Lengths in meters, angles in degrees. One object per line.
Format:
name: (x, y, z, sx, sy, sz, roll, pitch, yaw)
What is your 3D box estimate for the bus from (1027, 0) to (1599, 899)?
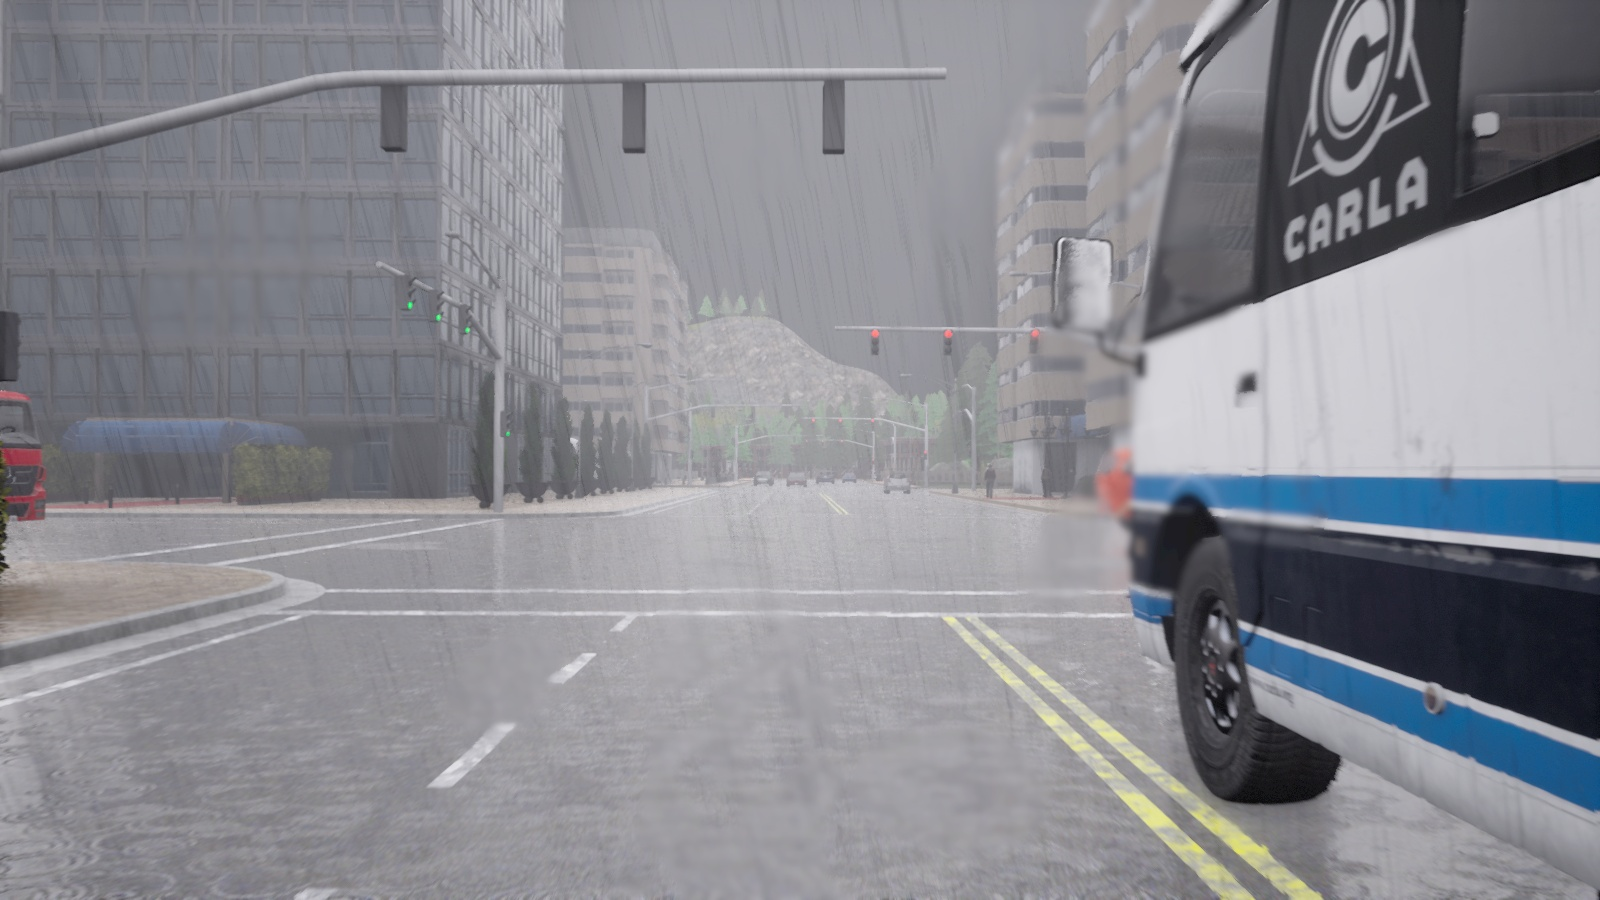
bus: (3.487, -0.524, 3.091, 3.944, 4.253, 10.273, 0, -1, 0)

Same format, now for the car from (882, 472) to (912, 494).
car: (6.787, 2.275, 88.052, 1.845, 1.501, 3.633, 0, -1, 0)

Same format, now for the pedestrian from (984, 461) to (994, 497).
pedestrian: (9.824, 1.495, 65.208, 0.376, 1.854, 0.720, 0, -1, 0)

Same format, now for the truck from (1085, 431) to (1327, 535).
truck: (10.079, 0.816, 31.590, 5.204, 2.467, 2.627, 0, -1, -1)

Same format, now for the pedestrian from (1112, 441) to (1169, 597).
pedestrian: (4.055, 0.818, 14.981, 0.594, 1.836, 0.345, 0, -1, 6)

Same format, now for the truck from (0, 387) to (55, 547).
truck: (-21.295, 0.379, 27.706, 7.936, 3.462, 2.891, 0, -1, -1)

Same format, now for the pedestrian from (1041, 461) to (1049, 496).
pedestrian: (13.048, 1.506, 66.856, 0.331, 1.846, 0.634, 0, -1, 3)
